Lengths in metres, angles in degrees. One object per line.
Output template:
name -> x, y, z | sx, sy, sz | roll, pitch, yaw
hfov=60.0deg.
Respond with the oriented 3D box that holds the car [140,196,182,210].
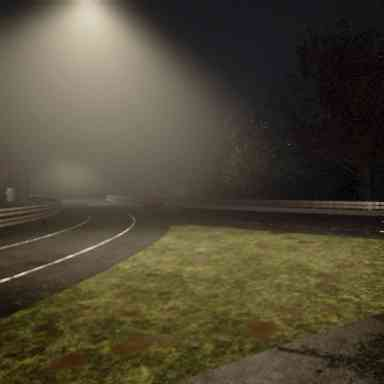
car -> -3.025, 1.079, 31.917 | 4.553, 1.767, 2.097 | 0, 0, 45
